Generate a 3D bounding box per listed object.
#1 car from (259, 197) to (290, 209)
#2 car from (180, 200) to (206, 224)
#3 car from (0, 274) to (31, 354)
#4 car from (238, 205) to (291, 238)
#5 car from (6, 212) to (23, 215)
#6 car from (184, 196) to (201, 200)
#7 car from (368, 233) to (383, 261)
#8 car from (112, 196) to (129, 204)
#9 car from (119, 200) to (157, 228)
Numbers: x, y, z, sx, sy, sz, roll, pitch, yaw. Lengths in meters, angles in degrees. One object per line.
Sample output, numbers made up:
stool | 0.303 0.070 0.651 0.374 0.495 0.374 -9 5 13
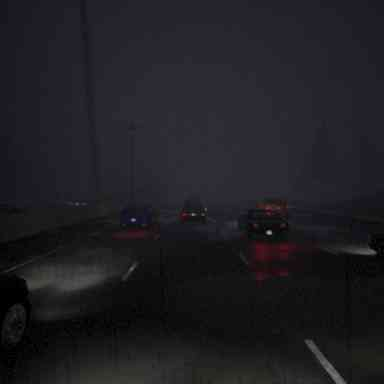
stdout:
car | 7.098 1.333 29.375 2.097 1.767 4.553 0 0 0
car | 0.088 1.532 24.396 2.033 1.411 5.357 0 0 0
car | -3.405 1.490 3.215 2.128 1.511 4.902 0 0 0
car | 3.600 1.589 17.729 1.895 1.301 4.718 0 0 0
car | -14.101 1.586 24.096 1.895 1.301 4.718 0 0 0
car | 0.098 1.325 42.166 2.097 1.767 4.553 0 0 0
car | 7.100 1.541 9.191 2.033 1.411 5.357 0 0 0
car | -14.007 1.501 65.545 2.033 1.411 5.357 0 0 0
car | -3.400 1.464 21.836 1.882 1.535 5.008 0 0 0
